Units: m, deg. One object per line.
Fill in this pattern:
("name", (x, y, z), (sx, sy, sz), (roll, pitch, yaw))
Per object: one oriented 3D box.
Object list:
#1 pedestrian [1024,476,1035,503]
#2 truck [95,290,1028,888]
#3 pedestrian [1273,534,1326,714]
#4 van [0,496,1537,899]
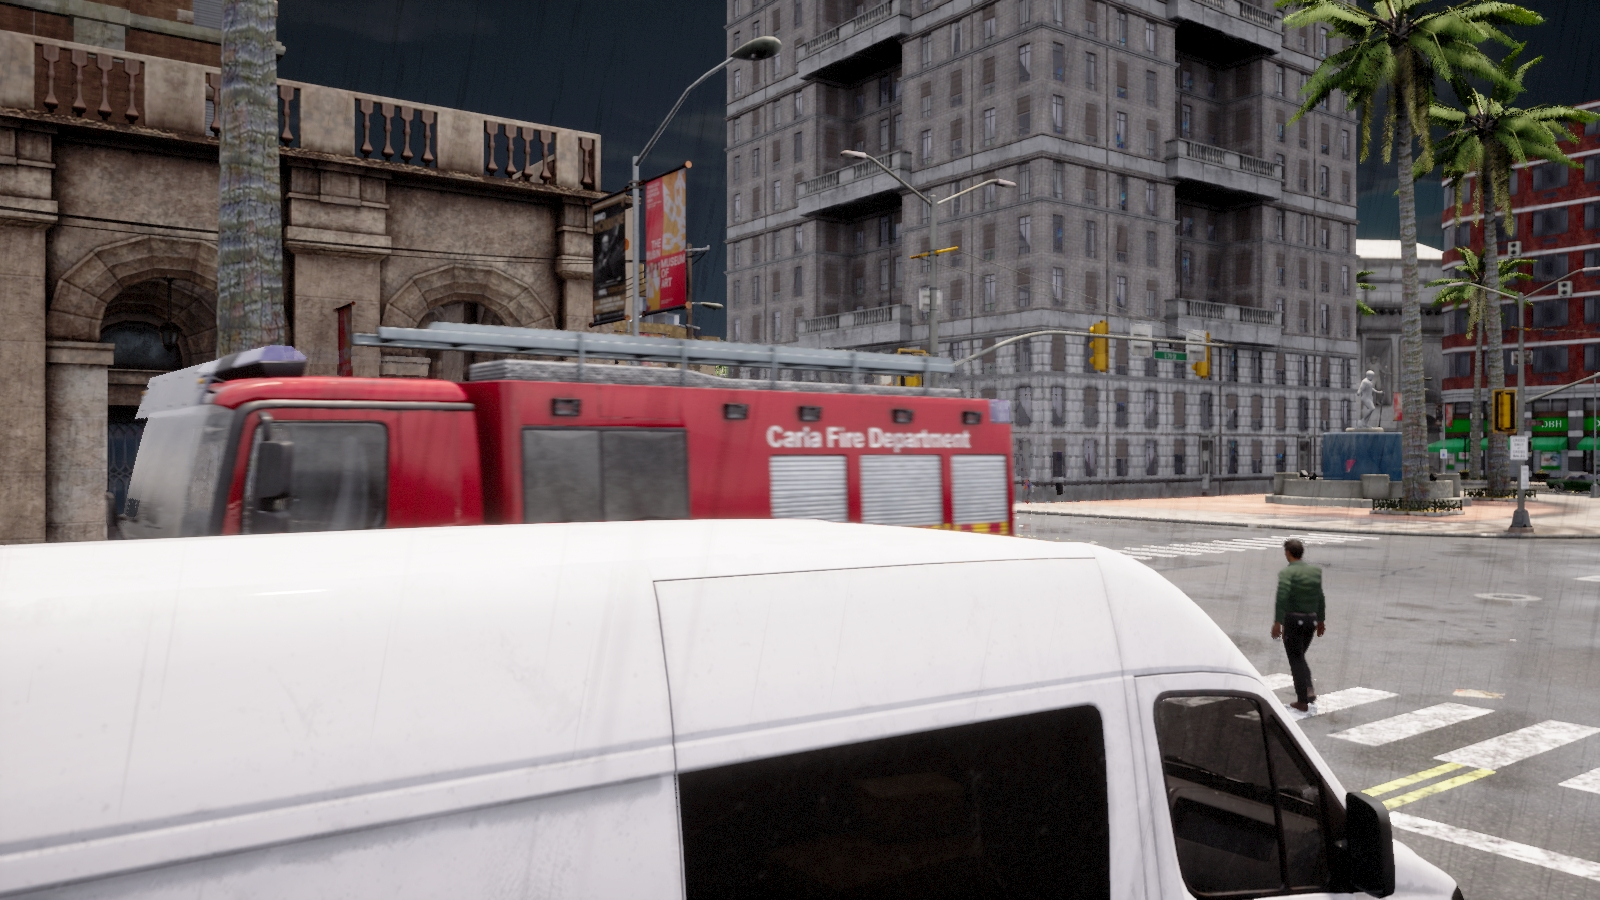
("pedestrian", (11.455, 1.978, 57.094), (0.375, 1.300, 0.375), (0, 0, -43))
("truck", (-1.702, 0.890, 11.085), (8.468, 3.827, 2.891), (0, 0, -38))
("pedestrian", (5.347, 1.848, 12.236), (0.375, 1.860, 0.375), (0, 0, -6))
("van", (0.039, 1.535, 3.820), (5.915, 2.561, 1.988), (0, 0, -35))
